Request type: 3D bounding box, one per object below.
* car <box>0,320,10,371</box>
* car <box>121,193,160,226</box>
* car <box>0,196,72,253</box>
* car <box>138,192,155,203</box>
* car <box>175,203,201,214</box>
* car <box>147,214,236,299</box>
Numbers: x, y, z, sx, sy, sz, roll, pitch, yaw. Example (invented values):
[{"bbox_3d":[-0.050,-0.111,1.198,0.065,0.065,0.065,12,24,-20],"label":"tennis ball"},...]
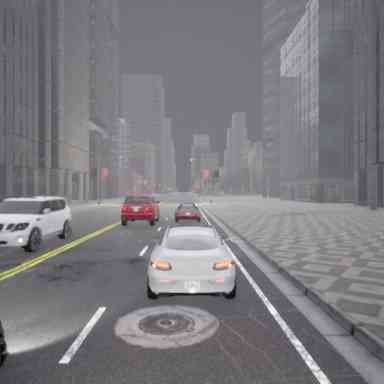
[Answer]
[{"bbox_3d":[-3.181,1.563,2.324,1.994,1.385,4.181,0,0,-1],"label":"car"},{"bbox_3d":[-3.535,1.207,23.402,2.150,2.045,5.566,0,0,-1],"label":"car"},{"bbox_3d":[-6.826,1.213,13.917,2.150,2.045,5.566,0,0,-1],"label":"car"},{"bbox_3d":[-7.410,0.878,54.613,2.097,1.767,4.553,0,0,-1],"label":"car"},{"bbox_3d":[-0.332,1.546,26.123,1.994,1.385,4.181,0,0,-1],"label":"car"},{"bbox_3d":[-0.031,1.521,8.317,1.812,1.442,4.674,0,0,-1],"label":"car"}]
